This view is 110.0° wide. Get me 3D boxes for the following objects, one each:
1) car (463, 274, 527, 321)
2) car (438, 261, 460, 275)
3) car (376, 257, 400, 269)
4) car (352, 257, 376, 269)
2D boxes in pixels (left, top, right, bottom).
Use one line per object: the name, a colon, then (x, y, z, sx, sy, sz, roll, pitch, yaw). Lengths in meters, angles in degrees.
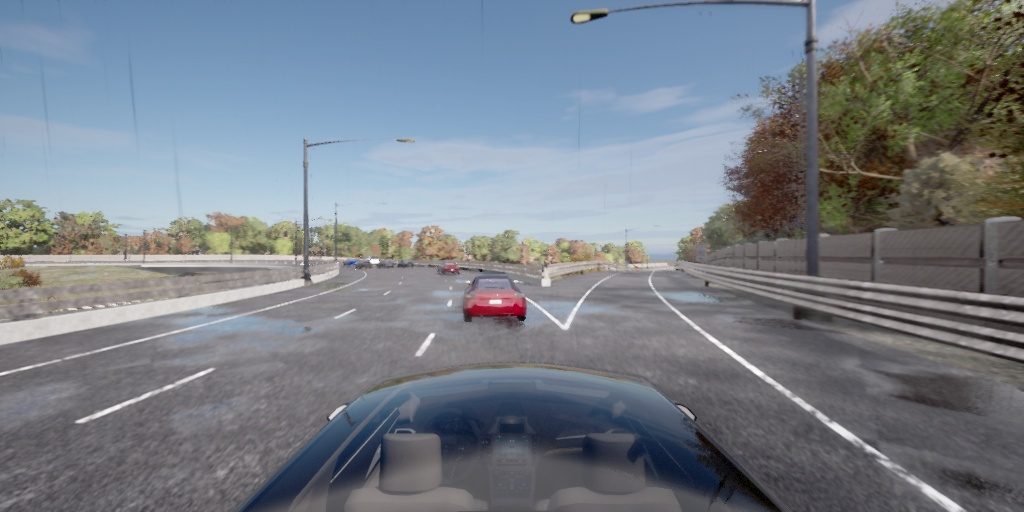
car: (-0.683, 1.322, 12.554, 1.994, 1.385, 4.181, 0, 0, -6)
car: (-7.200, 1.327, 40.516, 1.812, 1.442, 4.674, 0, 0, -20)
car: (-21.585, 1.368, 61.576, 2.128, 1.511, 4.902, 0, 0, -36)
car: (-24.859, 1.398, 60.153, 1.837, 1.490, 4.892, 0, 0, -36)
